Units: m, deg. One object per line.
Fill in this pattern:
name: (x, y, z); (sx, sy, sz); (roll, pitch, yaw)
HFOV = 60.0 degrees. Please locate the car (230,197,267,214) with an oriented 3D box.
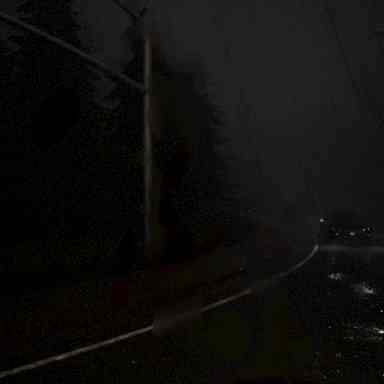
car: (7.417, 1.756, 44.615); (2.150, 2.045, 5.566); (0, -1, -24)

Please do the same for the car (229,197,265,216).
car: (6.186, 1.678, 38.028); (2.150, 2.045, 5.566); (0, -1, -19)

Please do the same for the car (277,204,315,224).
car: (8.700, 1.800, 27.872); (2.128, 1.511, 4.902); (0, -1, -7)

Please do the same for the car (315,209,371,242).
car: (7.903, 1.682, 17.516); (1.837, 1.490, 4.892); (-1, -1, 14)
